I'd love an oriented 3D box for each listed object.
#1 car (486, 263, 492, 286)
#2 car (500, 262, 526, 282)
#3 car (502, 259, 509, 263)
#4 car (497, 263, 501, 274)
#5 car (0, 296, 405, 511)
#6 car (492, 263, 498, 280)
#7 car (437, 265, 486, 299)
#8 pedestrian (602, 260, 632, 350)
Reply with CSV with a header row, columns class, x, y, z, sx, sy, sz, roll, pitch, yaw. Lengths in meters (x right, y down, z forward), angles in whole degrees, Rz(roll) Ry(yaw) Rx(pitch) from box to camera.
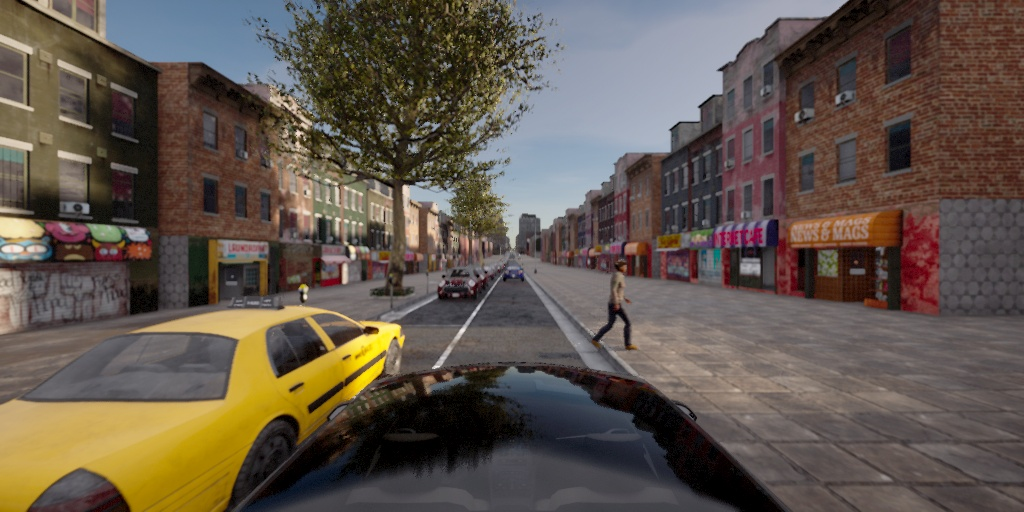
class,x,y,z,sx,sy,sz,roll,pitch,yaw
car,-2.604,1.377,24.229,1.967,1.591,4.097,0,0,0
car,0.148,1.571,33.208,1.812,1.442,4.674,0,-1,1
car,0.147,1.565,46.640,2.097,1.767,4.553,0,-1,0
car,-2.577,1.692,40.823,2.007,1.370,4.403,0,0,0
car,-2.748,1.220,4.136,1.801,1.575,5.366,0,0,0
car,-2.586,1.653,35.289,1.802,1.307,4.207,0,0,0
car,-2.613,1.320,18.698,1.967,1.591,4.097,0,0,0
pedestrian,2.081,0.926,7.115,0.375,1.860,0.375,1,0,0
